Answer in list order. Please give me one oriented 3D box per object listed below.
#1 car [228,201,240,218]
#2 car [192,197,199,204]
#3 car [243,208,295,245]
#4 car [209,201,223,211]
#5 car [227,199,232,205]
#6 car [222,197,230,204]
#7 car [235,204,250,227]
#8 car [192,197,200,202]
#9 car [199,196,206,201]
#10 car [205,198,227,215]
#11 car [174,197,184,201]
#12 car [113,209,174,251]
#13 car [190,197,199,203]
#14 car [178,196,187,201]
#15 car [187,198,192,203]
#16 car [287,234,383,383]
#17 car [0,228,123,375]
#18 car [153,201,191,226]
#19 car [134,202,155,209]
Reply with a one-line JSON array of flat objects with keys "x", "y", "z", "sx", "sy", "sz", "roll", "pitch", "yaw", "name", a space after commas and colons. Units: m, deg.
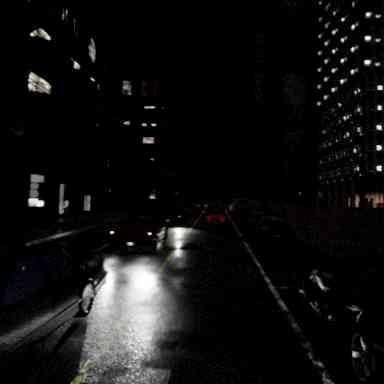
[{"x": 4.975, "y": 1.877, "z": 32.921, "sx": 2.008, "sy": 1.369, "sz": 4.403, "roll": 2, "pitch": 0, "yaw": 4, "name": "car"}, {"x": -0.158, "y": 2.061, "z": 77.968, "sx": 1.887, "sy": 1.381, "sz": 4.507, "roll": 2, "pitch": 0, "yaw": 4, "name": "car"}, {"x": 3.766, "y": 1.734, "z": 16.256, "sx": 1.887, "sy": 1.381, "sz": 4.507, "roll": 2, "pitch": 0, "yaw": 4, "name": "car"}, {"x": 3.532, "y": 2.002, "z": 49.038, "sx": 1.895, "sy": 1.301, "sz": 4.718, "roll": 1, "pitch": 0, "yaw": 4, "name": "car"}, {"x": 5.794, "y": 1.945, "z": 44.201, "sx": 1.752, "sy": 1.417, "sz": 4.829, "roll": 2, "pitch": 0, "yaw": 4, "name": "car"}, {"x": 9.008, "y": 2.236, "z": 88.471, "sx": 1.967, "sy": 1.590, "sz": 4.097, "roll": 2, "pitch": 0, "yaw": 4, "name": "car"}, {"x": 4.169, "y": 1.785, "z": 21.811, "sx": 2.008, "sy": 1.369, "sz": 4.403, "roll": 2, "pitch": 0, "yaw": 4, "name": "car"}, {"x": 1.051, "y": 2.211, "z": 94.633, "sx": 2.008, "sy": 1.369, "sz": 4.403, "roll": 2, "pitch": 0, "yaw": 4, "name": "car"}, {"x": 2.570, "y": 1.673, "z": 78.409, "sx": 1.882, "sy": 1.535, "sz": 5.008, "roll": 1, "pitch": 0, "yaw": 4, "name": "car"}, {"x": 2.780, "y": 1.792, "z": 38.677, "sx": 1.882, "sy": 1.535, "sz": 5.008, "roll": 1, "pitch": 0, "yaw": 4, "name": "car"}, {"x": -2.576, "y": 1.800, "z": 44.640, "sx": 1.947, "sy": 1.339, "sz": 4.313, "roll": 2, "pitch": 0, "yaw": 4, "name": "car"}, {"x": -2.167, "y": 1.646, "z": 14.669, "sx": 1.895, "sy": 1.301, "sz": 4.718, "roll": 1, "pitch": 0, "yaw": 4, "name": "car"}, {"x": 0.647, "y": 2.178, "z": 89.078, "sx": 1.947, "sy": 1.339, "sz": 4.313, "roll": 2, "pitch": 0, "yaw": 4, "name": "car"}, {"x": -2.184, "y": 1.805, "z": 50.025, "sx": 1.752, "sy": 1.417, "sz": 4.829, "roll": 2, "pitch": 0, "yaw": 4, "name": "car"}, {"x": -1.760, "y": 1.643, "z": 55.751, "sx": 2.192, "sy": 1.841, "sz": 5.009, "roll": 2, "pitch": 0, "yaw": 4, "name": "car"}, {"x": 2.960, "y": 1.665, "z": 5.148, "sx": 1.947, "sy": 1.339, "sz": 4.313, "roll": 2, "pitch": 0, "yaw": 4, "name": "car"}, {"x": -2.869, "y": 1.513, "z": 4.759, "sx": 2.033, "sy": 1.411, "sz": 5.357, "roll": 1, "pitch": 0, "yaw": 6, "name": "car"}, {"x": -1.409, "y": 1.655, "z": 24.886, "sx": 1.812, "sy": 1.442, "sz": 4.674, "roll": 1, "pitch": 0, "yaw": 4, "name": "car"}, {"x": -3.784, "y": 1.662, "z": 27.975, "sx": 1.947, "sy": 1.339, "sz": 4.313, "roll": 2, "pitch": 0, "yaw": 4, "name": "car"}]
